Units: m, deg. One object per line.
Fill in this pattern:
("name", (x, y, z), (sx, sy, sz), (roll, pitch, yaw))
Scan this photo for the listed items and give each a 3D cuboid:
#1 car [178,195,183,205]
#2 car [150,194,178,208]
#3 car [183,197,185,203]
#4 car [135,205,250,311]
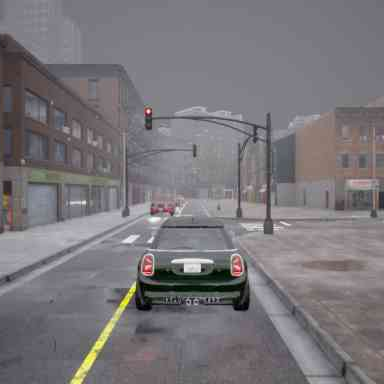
("car", (-2.747, 1.528, 49.619), (1.837, 1.490, 4.892), (0, -1, 0))
("car", (-2.787, 1.228, 32.507), (2.150, 2.045, 5.566), (0, 0, 0))
("car", (-2.614, 1.400, 69.314), (2.097, 1.767, 4.553), (0, 0, 0))
("car", (0.023, 1.352, 7.933), (2.097, 1.767, 4.553), (0, 0, 0))
